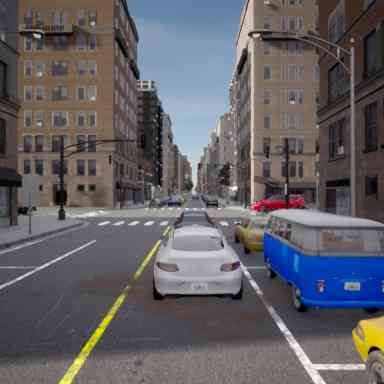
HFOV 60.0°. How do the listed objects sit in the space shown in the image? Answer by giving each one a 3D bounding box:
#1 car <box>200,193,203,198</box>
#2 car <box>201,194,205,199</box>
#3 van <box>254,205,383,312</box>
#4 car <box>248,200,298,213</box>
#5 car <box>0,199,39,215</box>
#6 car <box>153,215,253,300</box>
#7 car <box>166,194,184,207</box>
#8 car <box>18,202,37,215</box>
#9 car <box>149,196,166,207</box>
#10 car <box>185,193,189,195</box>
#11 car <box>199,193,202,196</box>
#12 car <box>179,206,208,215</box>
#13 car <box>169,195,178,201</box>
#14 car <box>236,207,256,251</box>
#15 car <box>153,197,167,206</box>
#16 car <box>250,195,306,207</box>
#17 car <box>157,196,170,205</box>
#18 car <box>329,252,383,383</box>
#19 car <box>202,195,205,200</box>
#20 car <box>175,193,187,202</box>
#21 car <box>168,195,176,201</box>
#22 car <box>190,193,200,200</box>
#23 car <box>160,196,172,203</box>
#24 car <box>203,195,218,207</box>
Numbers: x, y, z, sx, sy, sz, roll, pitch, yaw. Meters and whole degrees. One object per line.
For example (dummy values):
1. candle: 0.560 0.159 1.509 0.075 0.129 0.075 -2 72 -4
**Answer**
1. car: 3.461 1.565 78.396 1.947 1.339 4.313 1 0 1
2. car: 3.224 1.553 61.805 2.008 1.369 4.403 1 0 1
3. van: 2.689 1.342 7.409 1.690 1.788 3.998 1 0 0
4. car: 9.407 1.667 38.932 5.357 1.411 2.033 1 -1 3
5. car: -18.046 1.410 32.323 5.357 1.411 2.033 0 -1 0
6. car: 0.088 1.527 8.258 1.812 1.442 4.674 0 0 -1
7. car: -2.679 1.482 52.189 1.882 1.535 5.008 0 0 1
8. car: -16.505 1.443 29.056 4.718 1.301 1.895 0 -1 1
9. car: -5.458 1.586 50.863 1.802 1.307 4.206 1 0 1
10. car: -2.306 1.357 71.976 2.097 1.767 4.553 0 0 1
11. car: 3.620 1.547 89.456 2.008 1.369 4.403 1 0 1
12. car: 0.115 1.566 15.594 1.994 1.385 4.181 0 0 0
13. car: -4.905 1.563 89.564 1.947 1.339 4.313 1 0 1
14. car: 2.696 1.527 13.252 1.752 1.417 4.829 1 0 0
15. car: -5.379 1.570 56.392 1.947 1.339 4.313 1 0 1
16. car: 9.224 1.300 35.374 5.566 2.045 2.150 1 -1 -3
17. car: -5.300 1.554 61.920 2.008 1.369 4.403 1 0 1
18. car: 2.679 1.525 1.905 1.752 1.417 4.829 1 0 0
19. car: 3.146 1.547 56.275 1.887 1.381 4.507 1 0 1
20. car: -2.515 1.481 61.849 1.882 1.535 5.008 0 0 1
21. car: -4.986 1.524 83.866 1.752 1.417 4.829 1 0 1
22. car: 0.977 1.520 91.793 1.812 1.442 4.674 0 0 1
23. car: -5.221 1.547 67.449 1.887 1.381 4.507 1 0 1
24. car: 3.067 1.569 50.745 1.947 1.339 4.313 1 0 1
